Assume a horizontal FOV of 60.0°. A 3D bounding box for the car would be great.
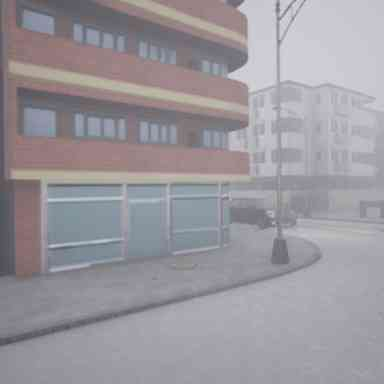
[{"bbox_3d":[3.869,1.131,19.577,2.097,1.767,4.553,-1,1,-32],"label":"car"}]
